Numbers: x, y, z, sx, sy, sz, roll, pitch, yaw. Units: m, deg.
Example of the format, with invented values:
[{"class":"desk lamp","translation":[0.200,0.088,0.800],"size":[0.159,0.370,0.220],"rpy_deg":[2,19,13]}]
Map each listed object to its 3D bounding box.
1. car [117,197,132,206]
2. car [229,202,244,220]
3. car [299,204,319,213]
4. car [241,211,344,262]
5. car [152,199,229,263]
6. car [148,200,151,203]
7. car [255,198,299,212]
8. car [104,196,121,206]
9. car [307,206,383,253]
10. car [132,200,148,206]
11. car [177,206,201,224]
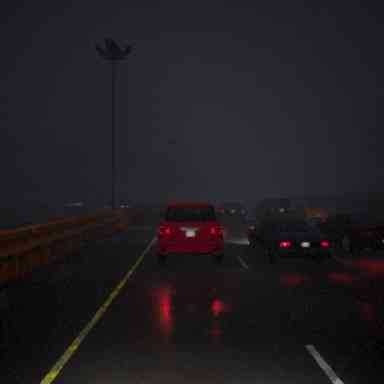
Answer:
[{"class":"car","translation":[-13.302,2.224,69.658],"size":[1.994,1.385,4.181],"rpy_deg":[0,-1,12]},{"class":"car","translation":[3.249,1.627,28.523],"size":[2.097,1.767,4.553],"rpy_deg":[0,-1,0]},{"class":"car","translation":[10.255,1.763,29.435],"size":[1.882,1.535,5.008],"rpy_deg":[0,0,0]},{"class":"car","translation":[3.430,1.671,12.636],"size":[2.033,1.411,5.357],"rpy_deg":[0,-1,-1]},{"class":"car","translation":[-0.073,1.348,12.613],"size":[2.150,2.045,5.566],"rpy_deg":[0,0,-1]},{"class":"car","translation":[-6.595,2.194,67.607],"size":[2.033,1.411,5.357],"rpy_deg":[0,-1,12]},{"class":"car","translation":[6.741,1.493,27.690],"size":[2.150,2.045,5.566],"rpy_deg":[0,0,0]},{"class":"car","translation":[-16.654,1.908,70.717],"size":[2.150,2.045,5.566],"rpy_deg":[0,-1,12]},{"class":"car","translation":[6.922,1.618,14.388],"size":[1.882,1.535,5.008],"rpy_deg":[0,0,0]},{"class":"car","translation":[-9.973,2.257,68.547],"size":[1.895,1.301,4.718],"rpy_deg":[0,-1,12]},{"class":"car","translation":[-0.255,1.875,28.299],"size":[1.895,1.301,4.718],"rpy_deg":[0,-1,0]}]
